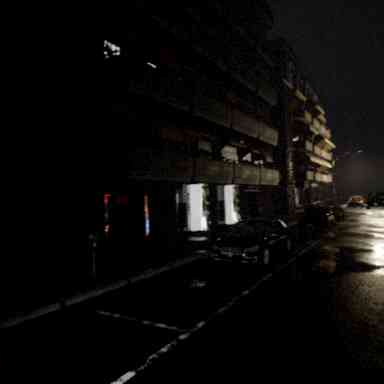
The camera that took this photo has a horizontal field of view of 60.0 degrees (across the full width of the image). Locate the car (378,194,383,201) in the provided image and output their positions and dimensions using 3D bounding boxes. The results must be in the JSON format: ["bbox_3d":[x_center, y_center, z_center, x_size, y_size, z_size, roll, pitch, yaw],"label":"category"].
[{"bbox_3d":[41.138,1.170,71.503,1.994,1.385,4.181,-2,-1,31],"label":"car"}]

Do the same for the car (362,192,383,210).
[{"bbox_3d":[21.780,1.018,39.222,2.150,2.045,5.566,-2,-1,31],"label":"car"}]

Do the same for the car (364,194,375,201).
[{"bbox_3d":[39.887,1.228,74.663,2.008,1.369,4.403,-2,-1,31],"label":"car"}]

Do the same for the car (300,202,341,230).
[{"bbox_3d":[8.019,1.560,21.324,1.947,1.339,4.313,-2,-1,31],"label":"car"}]

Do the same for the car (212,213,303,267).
[{"bbox_3d":[2.225,1.609,11.626,2.008,1.369,4.403,-2,-1,31],"label":"car"}]

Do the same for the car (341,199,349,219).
[{"bbox_3d":[10.828,1.490,26.028,1.752,1.417,4.829,-2,-1,31],"label":"car"}]

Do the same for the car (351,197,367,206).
[{"bbox_3d":[25.402,1.397,50.417,1.802,1.307,4.206,-2,-1,31],"label":"car"}]

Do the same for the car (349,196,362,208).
[{"bbox_3d":[22.501,1.284,45.570,1.967,1.590,4.097,-2,-1,31],"label":"car"}]

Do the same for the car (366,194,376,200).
[{"bbox_3d":[42.784,1.201,79.511,2.008,1.369,4.403,-2,-1,31],"label":"car"}]
